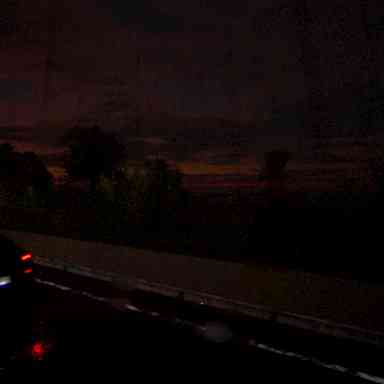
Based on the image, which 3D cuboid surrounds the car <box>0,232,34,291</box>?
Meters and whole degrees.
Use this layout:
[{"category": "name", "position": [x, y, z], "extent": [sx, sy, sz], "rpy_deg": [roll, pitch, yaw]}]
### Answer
[{"category": "car", "position": [-5.404, 1.476, 7.542], "extent": [4.674, 1.442, 1.812], "rpy_deg": [0, 0, 35]}]
